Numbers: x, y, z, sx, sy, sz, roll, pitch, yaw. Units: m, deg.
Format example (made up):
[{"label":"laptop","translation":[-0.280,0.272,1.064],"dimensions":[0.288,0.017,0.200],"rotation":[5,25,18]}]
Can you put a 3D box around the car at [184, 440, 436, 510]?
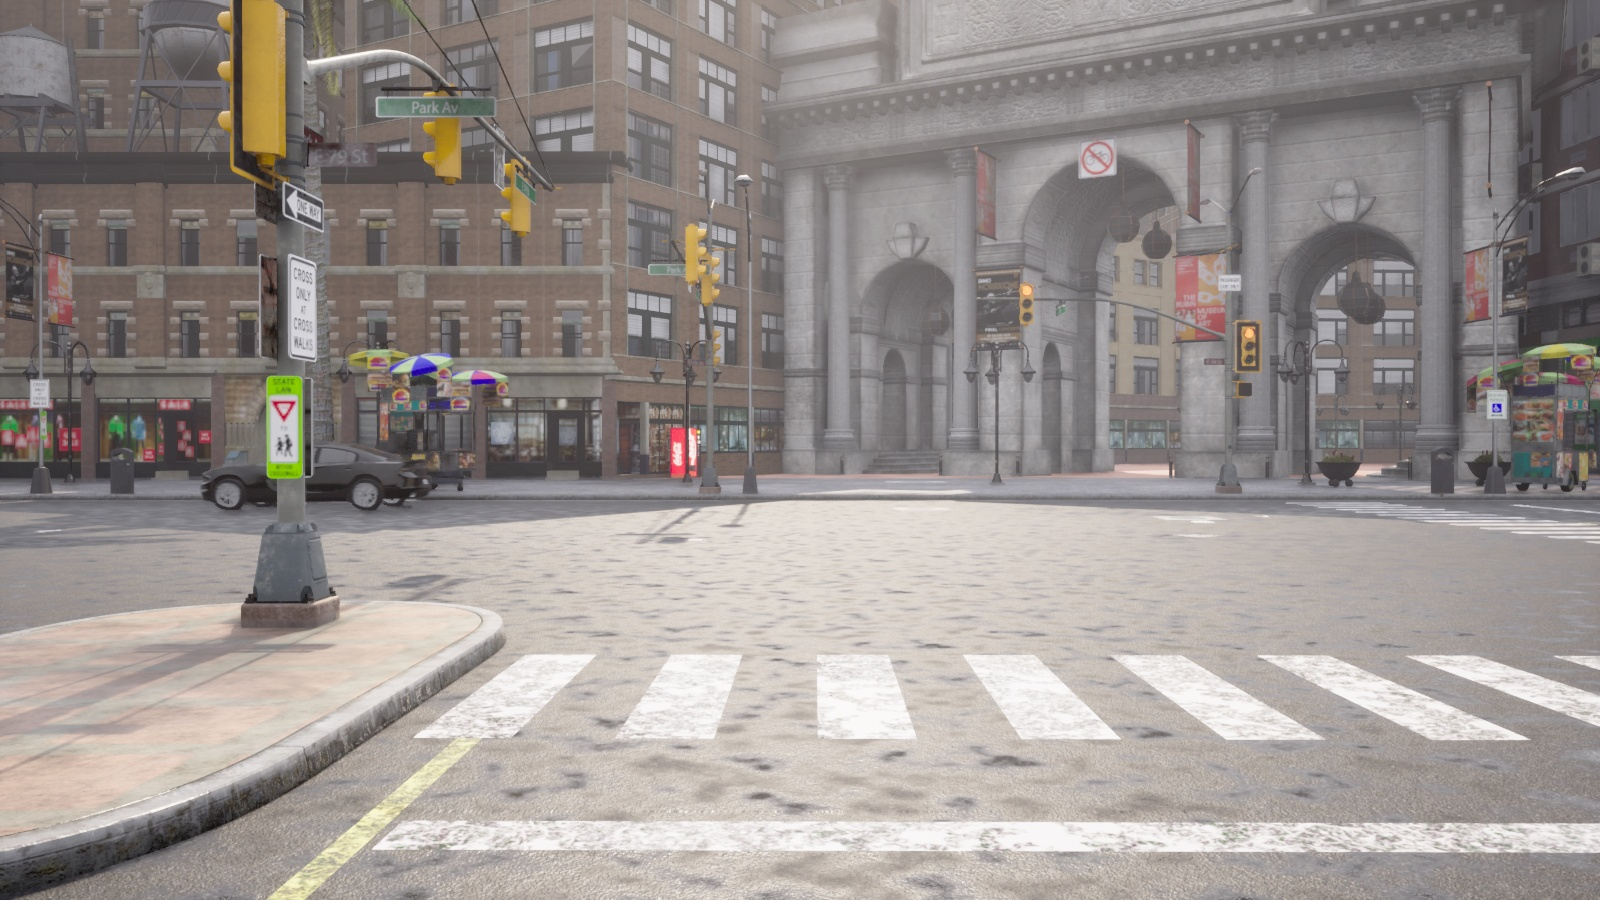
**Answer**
[{"label":"car","translation":[-11.057,0.554,28.570],"dimensions":[5.008,1.535,1.882],"rotation":[0,0,1]}]
